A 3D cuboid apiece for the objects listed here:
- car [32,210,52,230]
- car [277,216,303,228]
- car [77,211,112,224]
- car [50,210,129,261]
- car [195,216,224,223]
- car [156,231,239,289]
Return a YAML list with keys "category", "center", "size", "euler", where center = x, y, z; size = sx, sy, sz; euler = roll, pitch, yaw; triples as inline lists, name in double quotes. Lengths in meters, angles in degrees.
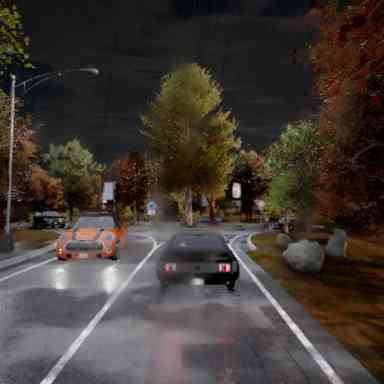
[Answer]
- category: "car"
  center: [-15.791, 3.014, 36.402]
  size: [2.150, 2.045, 5.566]
  euler: [2, -5, -39]
- category: "car"
  center: [11.690, 3.553, 39.463]
  size: [2.033, 1.411, 5.357]
  euler: [-2, -5, 31]
- category: "car"
  center: [-16.645, 4.390, 56.827]
  size: [2.150, 2.045, 5.566]
  euler: [-4, -4, 37]
- category: "car"
  center: [-3.844, 1.686, 13.598]
  size: [2.097, 1.767, 4.553]
  euler: [0, -3, -4]
- category: "car"
  center: [3.226, 5.125, 62.367]
  size: [5.357, 1.411, 2.033]
  euler: [-1, -4, 22]
- category: "car"
  center: [0.156, 1.787, 9.634]
  size: [1.895, 1.301, 4.718]
  euler: [0, -2, 1]
